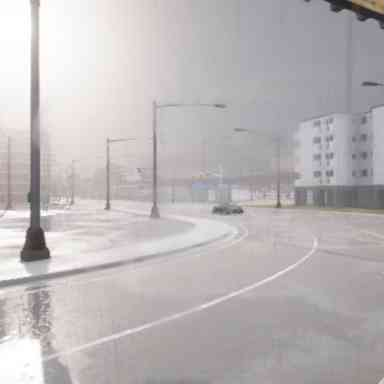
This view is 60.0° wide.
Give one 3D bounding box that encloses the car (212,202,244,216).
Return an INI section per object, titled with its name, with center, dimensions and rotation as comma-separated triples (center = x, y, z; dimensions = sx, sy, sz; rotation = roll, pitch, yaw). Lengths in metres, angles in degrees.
[car]
center = 3.914, 1.812, 36.537
dimensions = 1.994, 1.385, 4.181
rotation = 0, 0, -27
